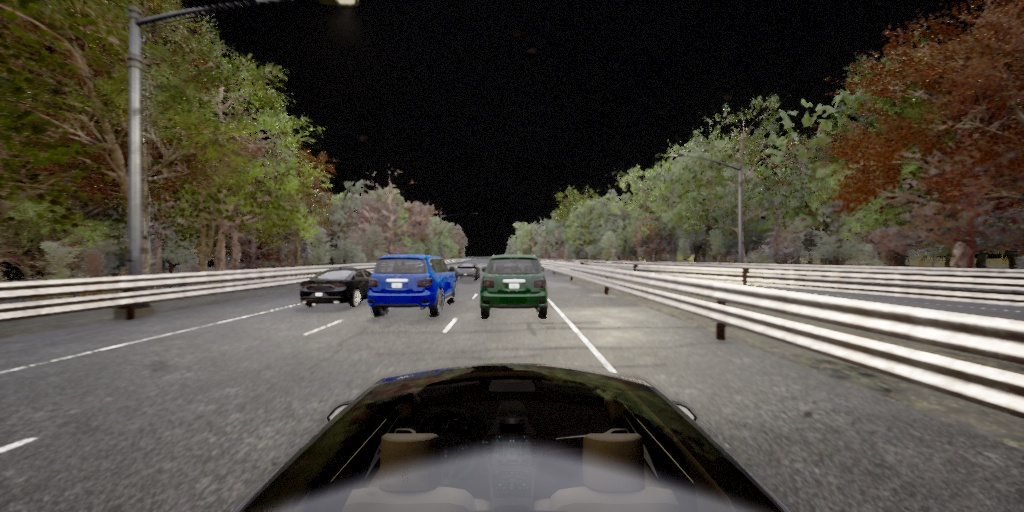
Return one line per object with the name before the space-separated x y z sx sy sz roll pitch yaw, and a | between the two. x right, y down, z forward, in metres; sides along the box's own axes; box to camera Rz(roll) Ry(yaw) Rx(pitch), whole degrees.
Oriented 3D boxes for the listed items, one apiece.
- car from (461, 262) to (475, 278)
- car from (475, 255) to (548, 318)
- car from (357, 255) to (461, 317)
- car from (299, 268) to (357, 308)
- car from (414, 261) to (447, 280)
car | -3.703 1.257 30.596 2.128 1.511 4.902 0 0 -1
car | 0.043 0.974 13.181 2.150 2.045 5.566 0 0 0
car | -3.458 0.976 13.391 2.150 2.045 5.566 0 0 0
car | -6.979 1.234 15.386 1.882 1.535 5.008 0 0 -1
car | -7.238 1.246 32.334 1.882 1.535 5.008 0 0 -1
